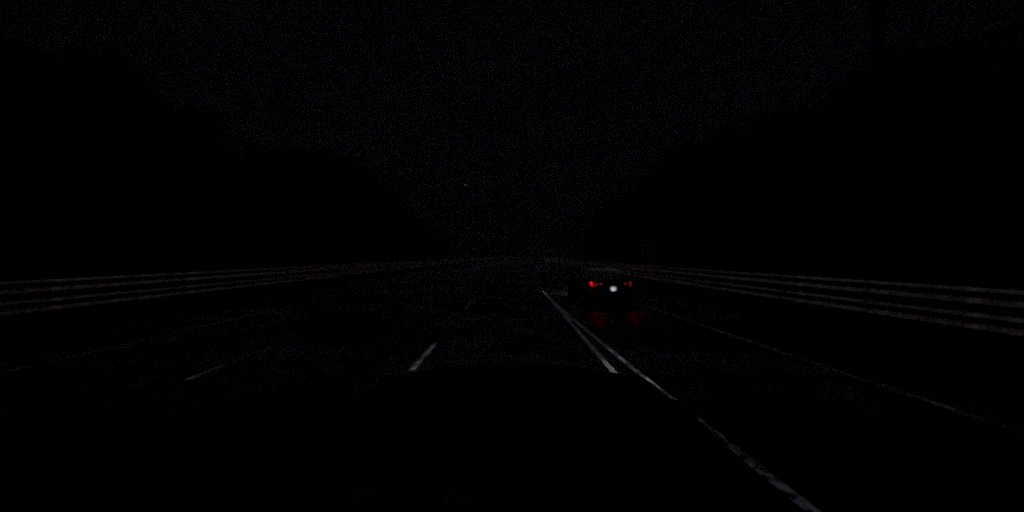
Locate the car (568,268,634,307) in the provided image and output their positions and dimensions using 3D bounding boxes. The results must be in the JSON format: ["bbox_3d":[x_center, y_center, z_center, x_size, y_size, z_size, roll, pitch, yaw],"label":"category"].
[{"bbox_3d":[3.706,1.251,15.605,2.163,1.488,4.792,0,0,-1],"label":"car"}]
